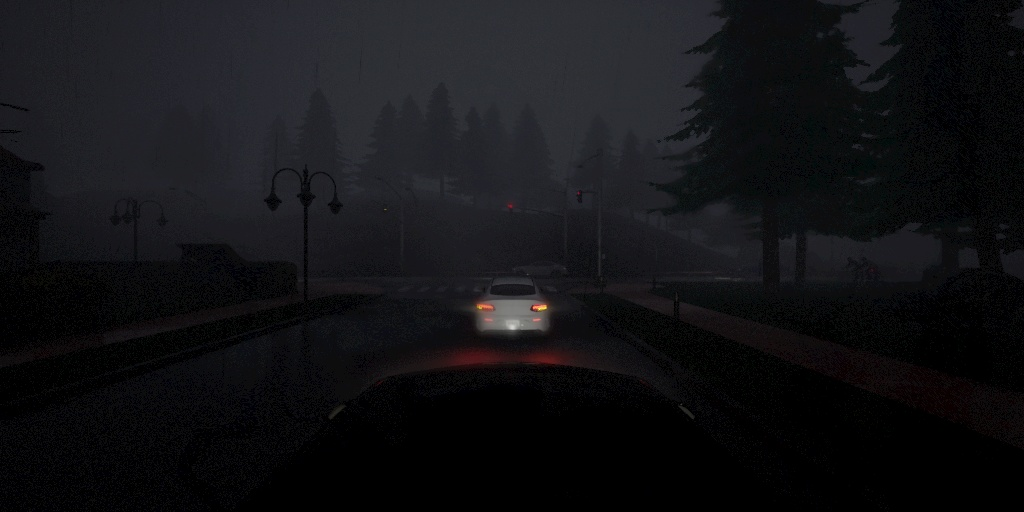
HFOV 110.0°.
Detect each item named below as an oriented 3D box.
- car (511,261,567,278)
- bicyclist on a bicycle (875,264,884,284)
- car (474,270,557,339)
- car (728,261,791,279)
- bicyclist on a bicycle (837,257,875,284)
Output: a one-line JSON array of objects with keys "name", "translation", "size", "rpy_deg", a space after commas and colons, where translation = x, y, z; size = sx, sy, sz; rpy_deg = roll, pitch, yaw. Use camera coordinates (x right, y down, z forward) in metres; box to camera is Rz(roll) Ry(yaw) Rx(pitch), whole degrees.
[{"name": "car", "translation": [2.245, 1.113, 29.818], "size": [4.674, 1.442, 1.812], "rpy_deg": [0, 0, 0]}, {"name": "bicyclist on a bicycle", "translation": [21.777, 0.892, 21.987], "size": [0.582, 1.620, 1.656], "rpy_deg": [0, 0, -14]}, {"name": "car", "translation": [0.021, 1.276, 9.964], "size": [1.812, 1.442, 4.674], "rpy_deg": [0, 0, 0]}, {"name": "car", "translation": [20.594, 1.113, 29.929], "size": [4.674, 1.442, 1.812], "rpy_deg": [0, 0, 0]}, {"name": "bicyclist on a bicycle", "translation": [21.130, 0.891, 22.247], "size": [0.582, 1.620, 1.656], "rpy_deg": [0, 0, -16]}]
